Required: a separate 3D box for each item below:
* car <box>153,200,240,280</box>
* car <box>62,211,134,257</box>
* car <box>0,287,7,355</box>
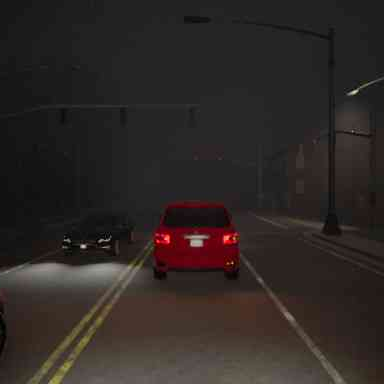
[{"bbox_3d":[0.100,1.251,10.184,2.150,2.045,5.566,0,0,0],"label":"car"},{"bbox_3d":[-3.521,1.544,13.258,1.837,1.490,4.892,0,0,0],"label":"car"},{"bbox_3d":[-3.577,1.359,2.606,2.097,1.767,4.553,0,0,0],"label":"car"}]
